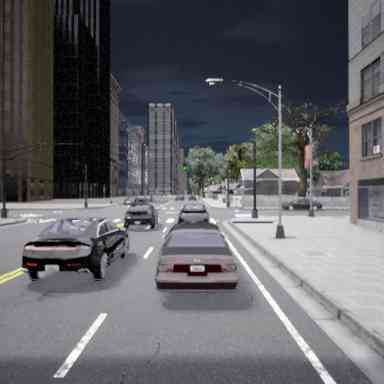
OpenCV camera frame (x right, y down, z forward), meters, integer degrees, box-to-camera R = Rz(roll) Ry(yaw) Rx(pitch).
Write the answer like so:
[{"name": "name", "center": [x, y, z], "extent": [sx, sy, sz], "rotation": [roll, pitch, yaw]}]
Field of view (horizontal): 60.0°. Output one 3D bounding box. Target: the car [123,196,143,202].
[{"name": "car", "center": [-9.761, 1.484, 53.749], "extent": [2.128, 1.511, 4.902], "rotation": [0, 0, 1]}]

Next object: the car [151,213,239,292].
[{"name": "car", "center": [0.091, 1.545, 9.019], "extent": [2.033, 1.411, 5.357], "rotation": [0, 0, 0]}]

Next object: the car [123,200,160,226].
[{"name": "car", "center": [-3.234, 1.503, 21.658], "extent": [1.837, 1.490, 4.892], "rotation": [0, 0, -2]}]

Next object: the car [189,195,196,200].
[{"name": "car", "center": [0.115, 1.520, 94.308], "extent": [1.812, 1.442, 4.674], "rotation": [0, 0, 0]}]

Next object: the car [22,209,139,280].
[{"name": "car", "center": [-3.138, 1.492, 9.896], "extent": [2.128, 1.511, 4.902], "rotation": [0, 0, 0]}]

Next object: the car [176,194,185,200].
[{"name": "car", "center": [-3.148, 1.514, 83.721], "extent": [1.812, 1.442, 4.674], "rotation": [0, 0, 0]}]

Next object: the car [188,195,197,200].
[{"name": "car", "center": [0.103, 1.490, 84.072], "extent": [1.837, 1.490, 4.892], "rotation": [0, 0, 0]}]

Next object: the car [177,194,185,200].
[{"name": "car", "center": [-3.135, 1.351, 93.866], "extent": [2.097, 1.767, 4.553], "rotation": [0, 0, 0]}]

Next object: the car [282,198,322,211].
[{"name": "car", "center": [13.332, 1.551, 40.669], "extent": [4.892, 1.490, 1.837], "rotation": [0, -1, 0]}]

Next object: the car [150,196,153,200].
[{"name": "car", "center": [-9.661, 1.513, 73.181], "extent": [1.812, 1.442, 4.674], "rotation": [0, 0, 0]}]

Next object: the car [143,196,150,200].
[{"name": "car", "center": [-9.716, 1.591, 63.069], "extent": [1.895, 1.301, 4.718], "rotation": [0, 0, 1]}]

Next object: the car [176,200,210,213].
[{"name": "car", "center": [0.127, 1.489, 21.378], "extent": [2.128, 1.511, 4.902], "rotation": [0, 0, 0]}]
